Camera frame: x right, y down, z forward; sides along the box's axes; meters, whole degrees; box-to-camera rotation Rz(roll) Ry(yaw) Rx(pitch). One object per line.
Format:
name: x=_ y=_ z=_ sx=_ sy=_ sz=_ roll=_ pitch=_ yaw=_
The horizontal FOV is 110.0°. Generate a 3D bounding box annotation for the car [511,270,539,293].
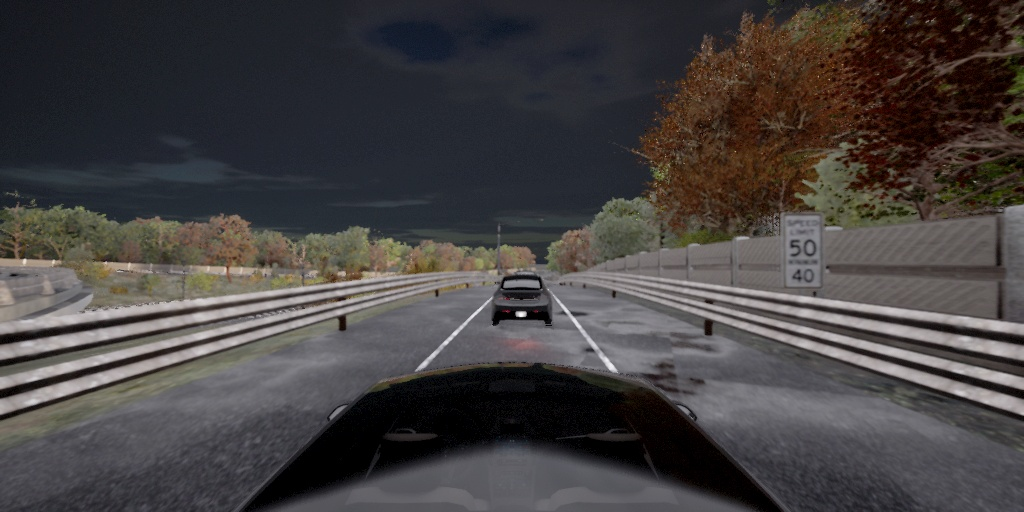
car: x=0.979 y=1.809 z=26.519 sx=1.882 sy=1.535 sz=5.008 roll=0 pitch=-3 yaw=3

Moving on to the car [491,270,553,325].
car: x=0.360 y=1.404 z=12.464 sx=1.837 sy=1.490 sz=4.892 roll=0 pitch=-1 yaw=2
